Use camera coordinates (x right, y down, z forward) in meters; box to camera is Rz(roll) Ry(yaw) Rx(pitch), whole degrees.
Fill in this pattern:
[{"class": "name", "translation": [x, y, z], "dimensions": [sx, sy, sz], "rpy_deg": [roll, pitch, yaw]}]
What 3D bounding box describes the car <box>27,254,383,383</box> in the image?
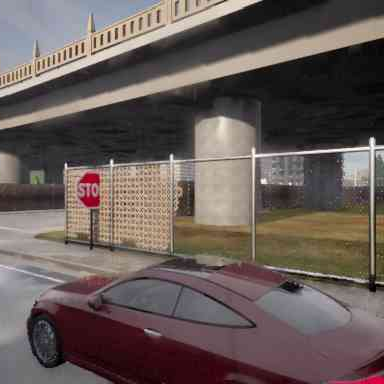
[{"class": "car", "translation": [-0.094, 1.526, 4.054], "dimensions": [4.674, 1.442, 1.812], "rpy_deg": [0, 0, 35]}]
